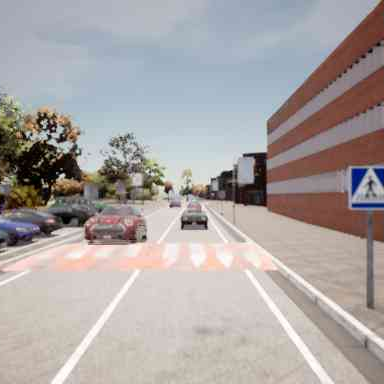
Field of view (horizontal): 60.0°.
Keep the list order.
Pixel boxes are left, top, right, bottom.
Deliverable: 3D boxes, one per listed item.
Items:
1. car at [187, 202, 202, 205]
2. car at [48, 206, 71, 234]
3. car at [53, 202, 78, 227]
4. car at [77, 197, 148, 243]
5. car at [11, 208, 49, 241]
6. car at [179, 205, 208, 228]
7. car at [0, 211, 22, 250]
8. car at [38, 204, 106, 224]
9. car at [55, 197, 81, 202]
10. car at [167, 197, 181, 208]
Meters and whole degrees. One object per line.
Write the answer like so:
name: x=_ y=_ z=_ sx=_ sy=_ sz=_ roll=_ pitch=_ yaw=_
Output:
car: x=0.298 y=1.975 z=41.508 sx=1.994 sy=1.385 sz=4.181 roll=0 pitch=0 yaw=0
car: x=-9.435 y=1.660 z=18.046 sx=4.674 sy=1.452 sz=2.002 roll=0 pitch=0 yaw=0
car: x=-9.455 y=1.669 z=23.697 sx=5.008 sy=1.535 sz=2.097 roll=0 pitch=0 yaw=0
car: x=-3.319 y=1.395 z=15.321 sx=2.097 sy=1.767 sz=4.553 roll=0 pitch=-5 yaw=0
car: x=-9.429 y=1.634 z=15.220 sx=4.674 sy=1.452 sz=2.002 roll=0 pitch=-1 yaw=0
car: x=0.177 y=1.857 z=24.552 sx=1.895 sy=1.301 sz=4.718 roll=0 pitch=-1 yaw=1
car: x=-9.385 y=1.598 z=12.395 sx=4.792 sy=1.488 sz=2.163 roll=0 pitch=-1 yaw=0
car: x=-9.469 y=1.731 z=26.524 sx=4.674 sy=1.452 sz=2.002 roll=0 pitch=0 yaw=0
car: x=-9.454 y=1.462 z=29.351 sx=5.566 sy=2.045 sz=2.435 roll=0 pitch=0 yaw=0
car: x=-2.920 y=2.098 z=58.322 sx=1.994 sy=1.385 sz=4.181 roll=0 pitch=0 yaw=1
